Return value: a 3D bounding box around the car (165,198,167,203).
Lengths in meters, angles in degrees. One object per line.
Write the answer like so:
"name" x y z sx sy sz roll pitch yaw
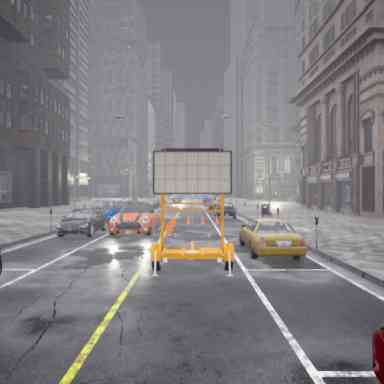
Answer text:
"car" -5.697 1.548 56.453 1.887 1.381 4.507 0 0 0

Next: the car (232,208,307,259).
"car" 2.788 1.526 12.394 1.752 1.417 4.829 0 0 0

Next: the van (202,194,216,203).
"van" 2.848 1.344 50.899 1.690 1.788 3.998 0 0 0

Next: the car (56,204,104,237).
"car" -5.742 1.551 17.775 2.008 1.369 4.403 0 0 0

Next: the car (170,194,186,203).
"car" -2.913 1.500 65.883 2.128 1.511 4.902 0 0 0

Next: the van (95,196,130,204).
"van" -5.735 1.342 23.301 1.690 1.788 3.998 0 0 0

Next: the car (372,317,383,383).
"car" 2.771 1.315 1.175 2.192 1.841 5.009 0 0 0

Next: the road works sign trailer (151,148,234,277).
"road works sign trailer" 0.014 0.464 10.265 2.380 3.560 2.880 0 0 0

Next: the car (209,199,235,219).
"car" 2.813 1.552 28.799 2.008 1.369 4.403 0 0 0

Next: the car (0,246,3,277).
"car" -5.755 1.440 6.724 1.967 1.590 4.097 0 0 0

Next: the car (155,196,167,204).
"car" -5.691 1.549 61.979 1.887 1.381 4.507 0 0 0

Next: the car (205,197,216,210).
"car" 2.830 1.584 39.849 1.802 1.307 4.206 0 0 0

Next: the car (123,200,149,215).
"car" -5.723 1.546 34.352 1.887 1.381 4.507 0 0 0

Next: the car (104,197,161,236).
"car" -3.075 1.352 18.278 2.097 1.767 4.553 0 0 0

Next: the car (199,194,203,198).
"car" 2.864 1.549 61.949 1.887 1.381 4.507 0 0 0
